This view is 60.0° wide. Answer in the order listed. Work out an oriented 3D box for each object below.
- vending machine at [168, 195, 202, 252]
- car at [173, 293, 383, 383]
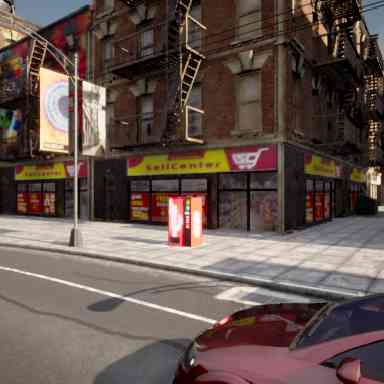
[{"bbox_3d":[-0.268,1.195,13.123,0.880,2.100,1.100,0,0,34],"label":"vending machine"},{"bbox_3d":[1.869,1.564,2.659,4.181,1.385,1.994,0,0,36],"label":"car"}]
